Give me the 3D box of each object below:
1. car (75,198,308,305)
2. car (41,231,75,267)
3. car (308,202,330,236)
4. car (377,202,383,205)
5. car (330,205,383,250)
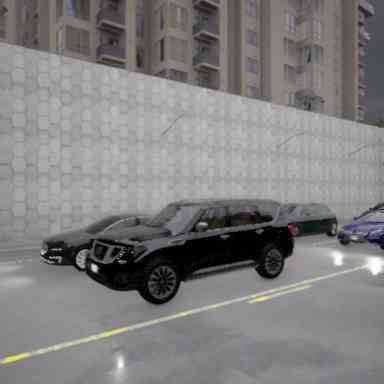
[{"bbox_3d":[0.242,1.204,8.458,5.566,2.045,2.150,0,0,-35],"label":"car"},{"bbox_3d":[-2.305,1.490,10.945,4.892,1.490,1.837,0,0,-36],"label":"car"},{"bbox_3d":[5.078,1.306,16.209,4.553,1.767,2.097,0,0,-36],"label":"car"},{"bbox_3d":[13.075,1.425,21.905,4.892,1.490,1.837,0,0,-35],"label":"car"},{"bbox_3d":[8.090,1.476,14.057,4.674,1.442,1.812,0,0,-36],"label":"car"}]
